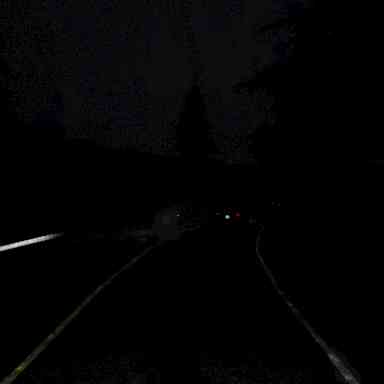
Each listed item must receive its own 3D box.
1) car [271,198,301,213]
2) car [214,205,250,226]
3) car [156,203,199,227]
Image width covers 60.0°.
[{"bbox_3d":[10.872,1.453,38.231,2.097,1.767,4.553,0,0,38],"label":"car"},{"bbox_3d":[2.954,1.622,23.824,1.994,1.385,4.181,0,0,18],"label":"car"},{"bbox_3d":[-0.933,1.546,23.778,2.128,1.511,4.902,0,0,18],"label":"car"}]
